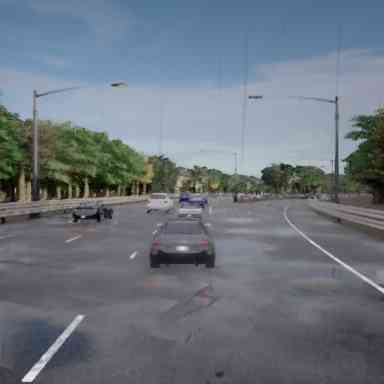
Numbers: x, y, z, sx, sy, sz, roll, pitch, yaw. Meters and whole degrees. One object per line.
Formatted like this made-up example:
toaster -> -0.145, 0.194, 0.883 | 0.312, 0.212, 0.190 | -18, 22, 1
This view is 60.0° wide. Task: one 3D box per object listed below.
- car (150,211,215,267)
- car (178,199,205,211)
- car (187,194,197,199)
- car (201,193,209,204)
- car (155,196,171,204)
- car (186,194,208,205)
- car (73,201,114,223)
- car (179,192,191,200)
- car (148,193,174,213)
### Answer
car -> -0.285, 1.558, 11.372 | 1.994, 1.385, 4.181 | 0, 0, 0
car -> -0.076, 1.566, 28.070 | 1.895, 1.301, 4.718 | 0, 0, 2
car -> 0.121, 1.262, 95.288 | 1.882, 1.535, 5.008 | 0, 0, 11
car -> 1.871, 1.408, 57.541 | 1.837, 1.490, 4.892 | 0, 0, 6
car -> -5.090, 1.472, 59.358 | 1.895, 1.301, 4.718 | 0, 0, 6
car -> 0.713, 1.404, 43.671 | 1.882, 1.535, 5.008 | 0, 0, 4
car -> -7.116, 1.421, 24.444 | 2.128, 1.511, 4.902 | 0, 0, 2
car -> -1.046, 1.095, 63.502 | 2.150, 2.045, 5.566 | 0, 0, 7
car -> -3.275, 1.151, 35.517 | 2.150, 2.045, 5.566 | 0, 0, 3
